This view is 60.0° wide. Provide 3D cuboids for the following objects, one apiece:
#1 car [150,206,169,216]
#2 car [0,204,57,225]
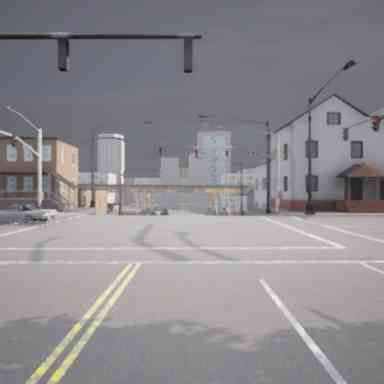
[{"bbox_3d":[-3.613,2.380,37.792,2.128,1.511,4.902,0,-8,0],"label":"car"},{"bbox_3d":[-11.814,1.517,22.478,4.718,1.301,1.895,-2,0,5],"label":"car"}]
